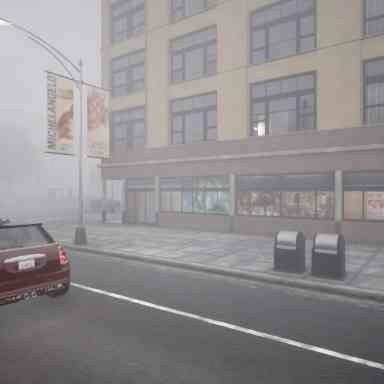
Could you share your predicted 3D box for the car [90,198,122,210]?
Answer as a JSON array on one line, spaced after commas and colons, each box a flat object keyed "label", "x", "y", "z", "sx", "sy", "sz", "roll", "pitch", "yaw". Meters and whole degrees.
[{"label": "car", "x": -10.580, "y": 1.491, "z": 42.183, "sx": 2.128, "sy": 1.511, "sz": 4.902, "roll": 0, "pitch": 0, "yaw": 36}]

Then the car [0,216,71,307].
[{"label": "car", "x": -4.763, "y": 1.352, "z": 7.369, "sx": 4.553, "sy": 1.767, "sz": 2.097, "roll": 0, "pitch": 0, "yaw": 36}]
